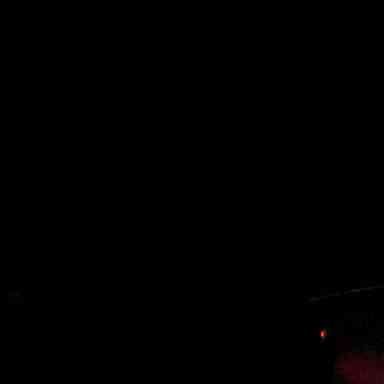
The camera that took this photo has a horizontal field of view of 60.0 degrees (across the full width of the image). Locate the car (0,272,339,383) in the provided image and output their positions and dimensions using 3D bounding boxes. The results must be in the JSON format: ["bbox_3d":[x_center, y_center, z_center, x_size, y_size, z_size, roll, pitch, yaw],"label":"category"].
[{"bbox_3d":[-1.063,1.527,2.742,5.357,1.411,2.033,-1,1,-33],"label":"car"}]
